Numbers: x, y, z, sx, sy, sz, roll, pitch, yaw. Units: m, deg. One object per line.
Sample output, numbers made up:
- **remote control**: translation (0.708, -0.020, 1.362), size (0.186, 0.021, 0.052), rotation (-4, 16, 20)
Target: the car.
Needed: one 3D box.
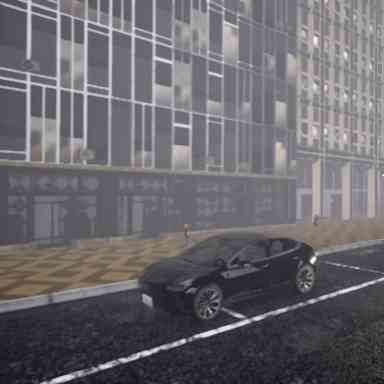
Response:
- **car**: translation (0.976, 1.574, 7.252), size (4.313, 1.339, 1.947), rotation (0, 0, -36)
